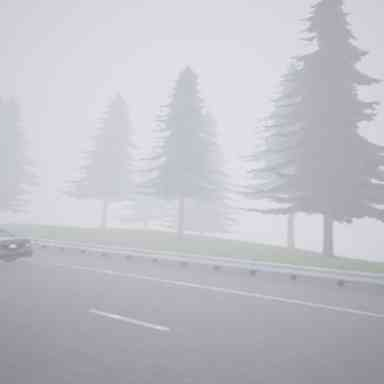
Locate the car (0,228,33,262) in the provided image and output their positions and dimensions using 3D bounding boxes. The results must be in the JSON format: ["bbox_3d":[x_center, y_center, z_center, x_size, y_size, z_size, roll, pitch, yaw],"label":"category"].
[{"bbox_3d":[-8.781,2.036,13.267,5.357,1.411,2.033,0,-3,26],"label":"car"}]
